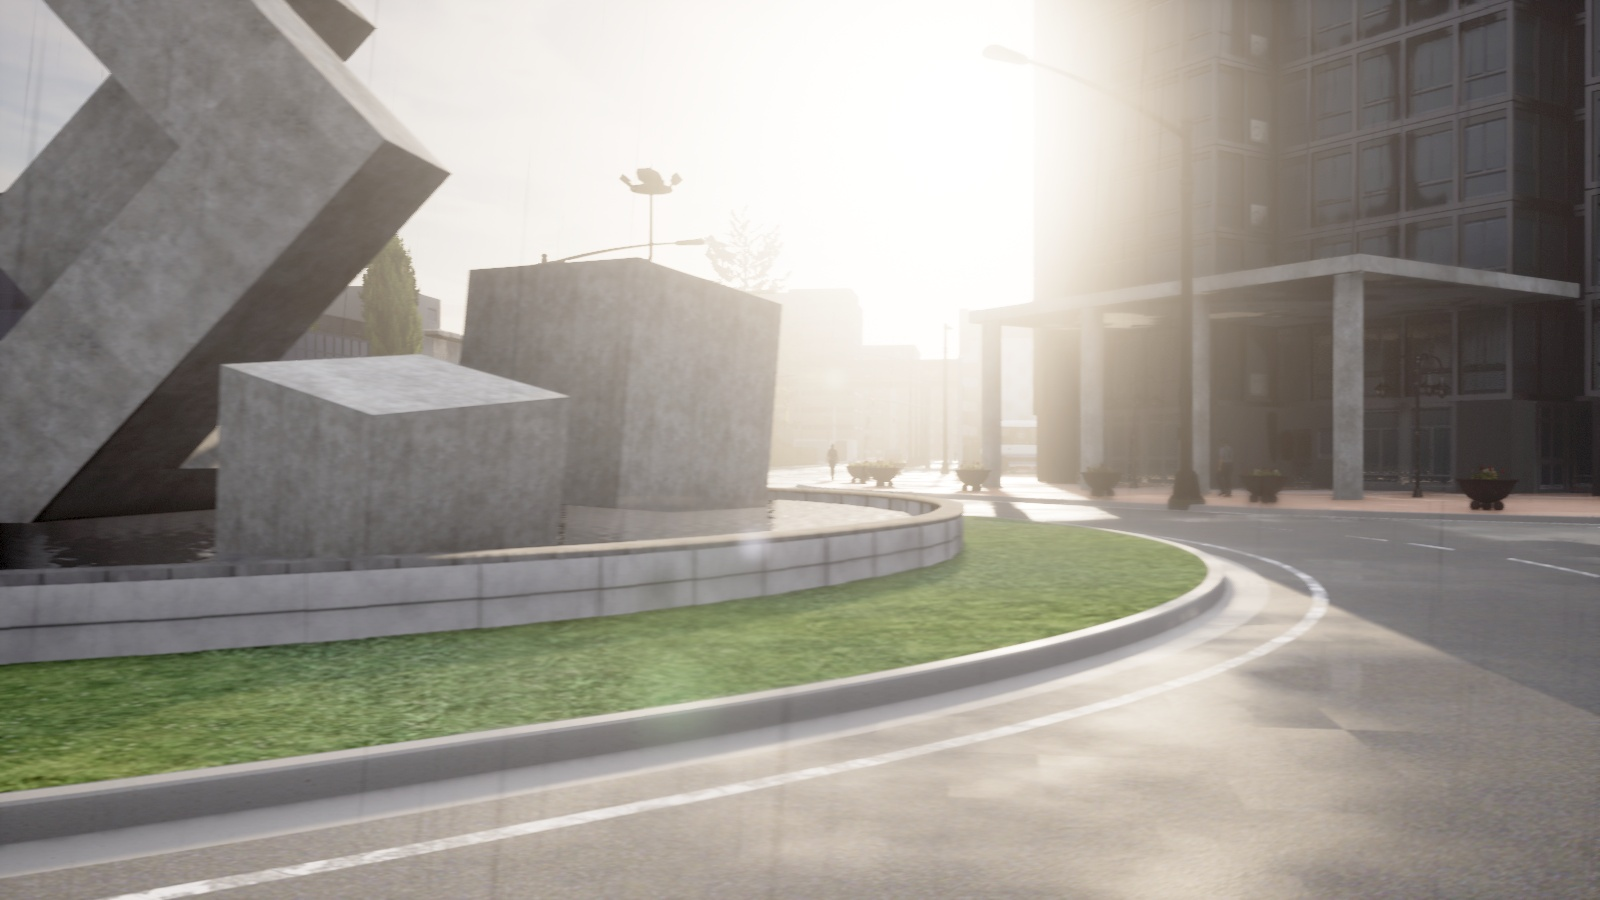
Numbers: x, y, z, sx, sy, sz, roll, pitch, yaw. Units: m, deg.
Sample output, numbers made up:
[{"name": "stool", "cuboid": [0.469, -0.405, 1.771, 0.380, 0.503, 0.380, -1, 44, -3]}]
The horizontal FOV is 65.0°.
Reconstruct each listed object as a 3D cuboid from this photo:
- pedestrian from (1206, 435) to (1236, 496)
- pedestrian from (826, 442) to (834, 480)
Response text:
[{"name": "pedestrian", "cuboid": [12.781, 0.465, 38.139, 0.540, 1.848, 0.694, 0, 0, -25]}, {"name": "pedestrian", "cuboid": [1.418, 0.532, 59.836, 0.328, 1.805, 0.869, 0, 0, 5]}]
